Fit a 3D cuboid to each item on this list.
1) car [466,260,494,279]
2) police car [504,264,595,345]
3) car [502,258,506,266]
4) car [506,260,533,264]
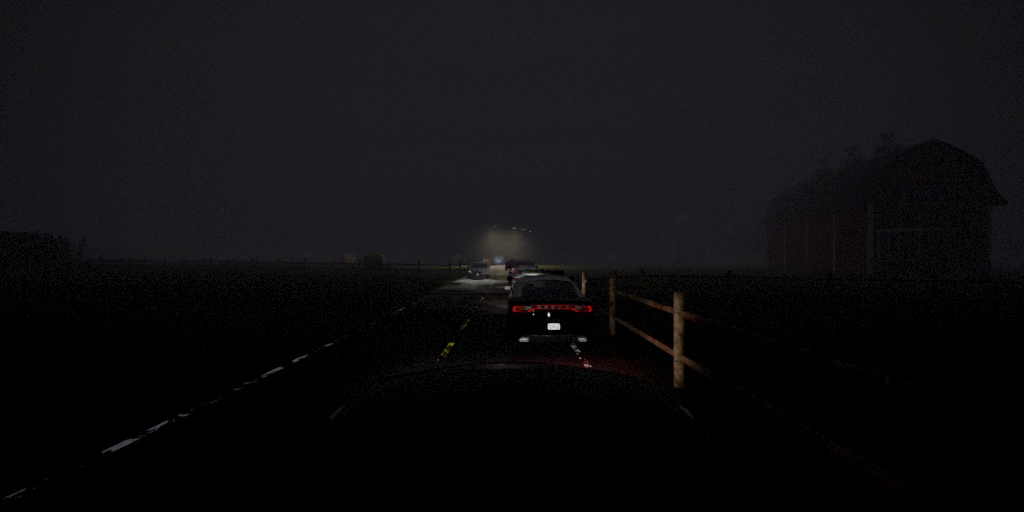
[{"bbox_3d":[-2.873,1.272,32.146,1.812,1.442,4.674,0,0,0],"label":"car"},{"bbox_3d":[0.819,1.174,9.607,1.930,1.638,5.238,0,0,0],"label":"police car"},{"bbox_3d":[0.020,1.220,49.789,1.882,1.535,5.008,0,0,0],"label":"car"},{"bbox_3d":[0.806,1.099,25.467,2.097,1.767,4.553,0,0,0],"label":"car"}]
